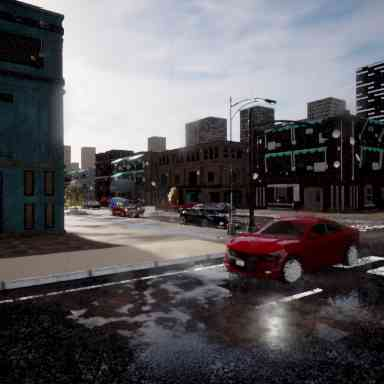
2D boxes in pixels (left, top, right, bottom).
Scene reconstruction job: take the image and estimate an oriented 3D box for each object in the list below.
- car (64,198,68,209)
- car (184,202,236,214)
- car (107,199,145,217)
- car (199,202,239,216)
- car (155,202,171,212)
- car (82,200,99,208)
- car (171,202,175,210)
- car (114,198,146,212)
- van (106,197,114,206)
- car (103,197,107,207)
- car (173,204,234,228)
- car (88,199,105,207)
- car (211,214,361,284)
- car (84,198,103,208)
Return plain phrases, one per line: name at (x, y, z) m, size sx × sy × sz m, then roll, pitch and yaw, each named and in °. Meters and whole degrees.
car at (-23.067, 2.232, 58.422) m, size 1.752 × 1.417 × 4.829 m, roll -1°, pitch 0°, yaw -35°
car at (1.618, 1.739, 28.077) m, size 2.128 × 1.511 × 4.902 m, roll -1°, pitch 0°, yaw -35°
car at (-7.169, 1.846, 35.978) m, size 1.967 × 1.590 × 4.097 m, roll -1°, pitch 0°, yaw -35°
car at (2.870, 1.809, 36.308) m, size 2.008 × 1.369 × 4.403 m, roll -2°, pitch 0°, yaw -35°
car at (-3.528, 1.965, 45.341) m, size 1.802 × 1.307 × 4.206 m, roll -2°, pitch 0°, yaw -35°
car at (-19.270, 2.229, 63.093) m, size 1.994 × 1.385 × 4.181 m, roll -1°, pitch 0°, yaw -35°
car at (-0.329, 1.903, 40.825) m, size 1.802 × 1.307 × 4.206 m, roll -2°, pitch 0°, yaw -35°
car at (-7.523, 1.779, 40.989) m, size 2.097 × 1.767 × 4.553 m, roll -1°, pitch 0°, yaw -35°
van at (-13.133, 1.906, 58.890) m, size 1.690 × 1.788 × 3.998 m, roll -1°, pitch 0°, yaw -35°
car at (-16.334, 1.939, 63.407) m, size 2.192 × 1.841 × 5.009 m, roll -1°, pitch 0°, yaw -35°
car at (0.757, 1.814, 24.585) m, size 1.947 × 1.339 × 4.313 m, roll -1°, pitch 0°, yaw -35°
car at (-19.528, 2.227, 67.923) m, size 1.887 × 1.381 × 4.507 m, roll -1°, pitch 0°, yaw -35°
car at (3.115, 1.477, 9.784) m, size 5.008 × 1.535 × 1.882 m, roll 0°, pitch 1°, yaw -40°
car at (-16.524, 1.912, 53.851) m, size 1.895 × 1.301 × 4.718 m, roll -1°, pitch 0°, yaw -35°
